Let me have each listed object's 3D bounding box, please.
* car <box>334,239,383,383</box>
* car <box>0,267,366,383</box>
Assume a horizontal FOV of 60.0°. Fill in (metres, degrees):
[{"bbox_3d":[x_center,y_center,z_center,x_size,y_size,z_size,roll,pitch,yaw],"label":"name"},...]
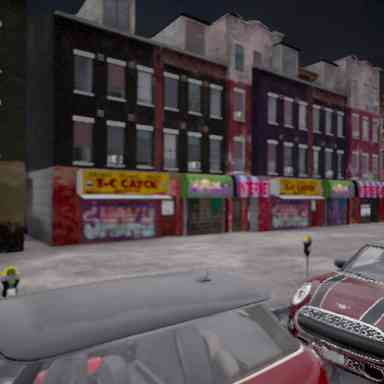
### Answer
[{"bbox_3d":[3.361,1.501,5.217,4.097,1.590,1.967,1,0,-35],"label":"car"},{"bbox_3d":[-0.932,1.444,2.159,4.097,1.590,1.967,1,0,-35],"label":"car"}]
